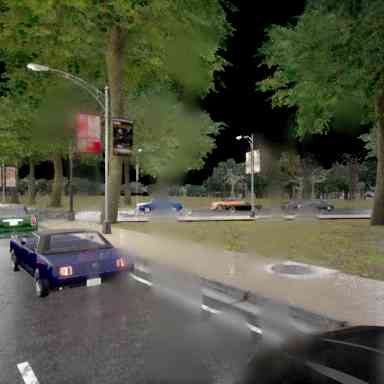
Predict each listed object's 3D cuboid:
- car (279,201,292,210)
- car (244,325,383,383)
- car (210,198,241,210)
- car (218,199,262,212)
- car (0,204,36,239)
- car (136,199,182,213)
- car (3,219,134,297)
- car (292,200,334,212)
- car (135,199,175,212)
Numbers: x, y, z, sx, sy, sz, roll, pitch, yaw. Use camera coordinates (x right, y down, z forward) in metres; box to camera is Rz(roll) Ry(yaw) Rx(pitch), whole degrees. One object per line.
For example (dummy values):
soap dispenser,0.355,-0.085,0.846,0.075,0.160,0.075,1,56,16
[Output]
car,14.355,1.810,46.316,4.181,1.385,1.994,0,0,-14
car,2.346,1.478,1.248,1.882,1.535,5.008,0,0,-37
car,4.694,1.538,43.870,4.553,1.767,2.097,0,0,-14
car,6.111,1.791,40.877,4.718,1.301,1.895,0,0,-14
car,-8.891,1.352,15.859,2.097,1.767,4.553,0,0,-38
car,-3.647,1.611,38.397,5.008,1.535,1.882,0,0,-14
car,-3.413,1.601,8.732,1.895,1.301,4.718,0,0,-38
car,16.160,1.745,43.420,4.902,1.511,2.128,0,0,-14
car,-4.620,1.657,41.495,4.674,1.442,1.812,0,0,-16
